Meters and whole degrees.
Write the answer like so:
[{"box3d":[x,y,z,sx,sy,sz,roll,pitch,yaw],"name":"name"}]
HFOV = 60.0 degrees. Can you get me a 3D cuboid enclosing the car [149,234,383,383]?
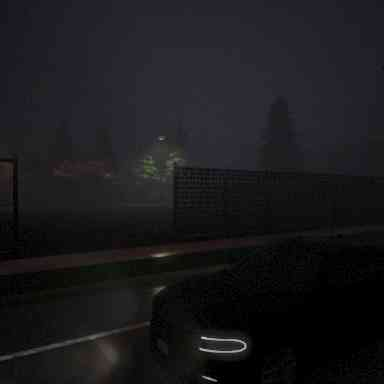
[{"box3d":[1.768,1.477,5.112,5.008,1.535,1.882,0,0,-33],"name":"car"}]
